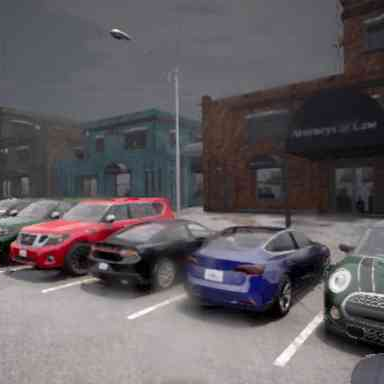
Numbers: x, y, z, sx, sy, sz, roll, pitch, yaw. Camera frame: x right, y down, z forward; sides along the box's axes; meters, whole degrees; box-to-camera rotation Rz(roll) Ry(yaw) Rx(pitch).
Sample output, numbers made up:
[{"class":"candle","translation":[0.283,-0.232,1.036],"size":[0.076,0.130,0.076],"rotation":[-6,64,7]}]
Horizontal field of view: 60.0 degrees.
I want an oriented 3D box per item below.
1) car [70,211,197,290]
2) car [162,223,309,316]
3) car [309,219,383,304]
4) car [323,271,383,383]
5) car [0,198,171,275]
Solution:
[{"class":"car","translation":[-0.523,1.479,9.320],"size":[2.097,1.535,5.008],"rotation":[0,0,35]},{"class":"car","translation":[1.738,1.508,7.751],"size":[2.163,1.488,4.792],"rotation":[0,0,36]},{"class":"car","translation":[3.984,1.353,6.151],"size":[2.185,1.767,4.553],"rotation":[0,0,35]},{"class":"car","translation":[3.268,1.552,1.045],"size":[5.357,1.411,2.033],"rotation":[0,0,36]},{"class":"car","translation":[-2.782,1.240,10.904],"size":[2.435,2.045,5.566],"rotation":[0,0,35]}]
